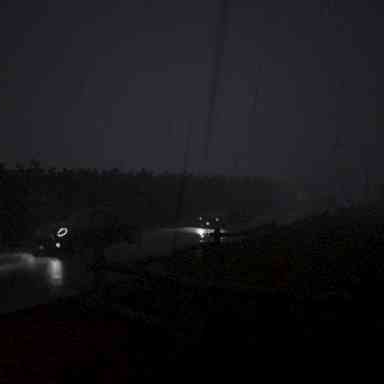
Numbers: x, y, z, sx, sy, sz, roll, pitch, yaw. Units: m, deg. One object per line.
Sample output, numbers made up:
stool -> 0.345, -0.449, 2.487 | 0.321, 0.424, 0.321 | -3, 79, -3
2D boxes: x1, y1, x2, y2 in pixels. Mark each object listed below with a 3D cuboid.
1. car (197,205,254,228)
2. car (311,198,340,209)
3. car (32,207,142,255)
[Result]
car -> 2.577, 1.672, 23.828 | 2.033, 1.411, 5.357 | -1, 0, 36
car -> 17.889, 1.462, 44.767 | 2.033, 1.411, 5.357 | -1, 0, -1
car -> -4.321, 1.482, 14.218 | 2.097, 1.767, 4.553 | -1, 0, 36
